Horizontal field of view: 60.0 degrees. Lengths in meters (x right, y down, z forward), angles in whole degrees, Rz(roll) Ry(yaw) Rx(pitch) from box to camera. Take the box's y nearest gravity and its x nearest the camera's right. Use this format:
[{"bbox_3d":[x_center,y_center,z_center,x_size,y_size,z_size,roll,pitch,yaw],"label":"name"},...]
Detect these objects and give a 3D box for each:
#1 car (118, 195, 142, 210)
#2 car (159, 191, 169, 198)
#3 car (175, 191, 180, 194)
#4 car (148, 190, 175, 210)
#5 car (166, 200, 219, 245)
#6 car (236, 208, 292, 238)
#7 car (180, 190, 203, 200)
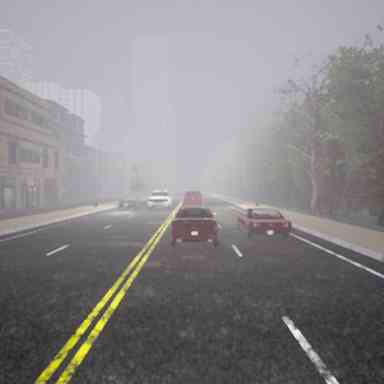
[{"bbox_3d":[-6.594,1.091,35.658,2.128,1.511,4.902,0,1,0],"label":"car"},{"bbox_3d":[-6.527,0.537,77.285,1.837,1.490,4.892,0,1,0],"label":"car"},{"bbox_3d":[-3.277,0.514,77.287,1.882,1.535,5.008,0,1,0],"label":"car"},{"bbox_3d":[-3.346,0.824,35.560,2.150,2.045,5.566,0,0,0],"label":"car"},{"bbox_3d":[0.092,1.314,14.535,1.882,1.535,5.008,0,1,0],"label":"car"},{"bbox_3d":[3.342,1.417,16.370,1.895,1.301,4.718,0,1,0],"label":"car"},{"bbox_3d":[0.085,0.795,38.093,2.150,2.045,5.566,0,1,0],"label":"car"}]
